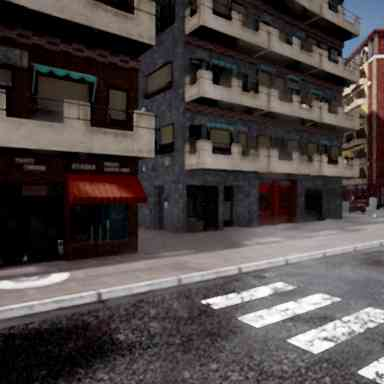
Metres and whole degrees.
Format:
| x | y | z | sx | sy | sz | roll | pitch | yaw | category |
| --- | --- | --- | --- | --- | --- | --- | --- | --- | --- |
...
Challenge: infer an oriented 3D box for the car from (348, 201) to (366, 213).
| x | y | z | sx | sy | sz | roll | pitch | yaw | category |
| --- | --- | --- | --- | --- | --- | --- | --- | --- | --- |
| 18.360 | 1.743 | 38.616 | 1.895 | 1.301 | 4.718 | 0 | 0 | 5 | car |
